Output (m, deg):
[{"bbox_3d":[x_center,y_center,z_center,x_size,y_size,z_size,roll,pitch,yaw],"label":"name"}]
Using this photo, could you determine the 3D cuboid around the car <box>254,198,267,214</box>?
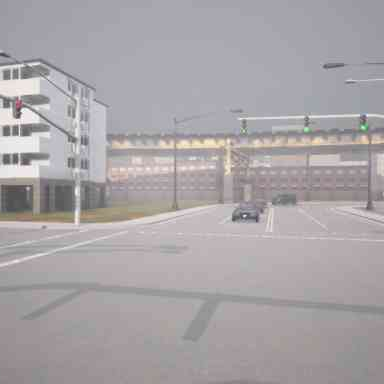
[{"bbox_3d":[6.803,1.594,36.251,1.994,1.385,4.181,0,0,14],"label":"car"}]

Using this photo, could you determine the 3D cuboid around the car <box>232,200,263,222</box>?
[{"bbox_3d":[4.368,1.592,26.549,1.994,1.385,4.181,0,0,14],"label":"car"}]

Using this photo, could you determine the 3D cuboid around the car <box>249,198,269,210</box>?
[{"bbox_3d":[9.403,1.581,46.319,2.033,1.411,5.357,0,0,18],"label":"car"}]

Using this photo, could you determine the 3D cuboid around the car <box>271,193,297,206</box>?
[{"bbox_3d":[15.803,1.262,56.859,5.566,2.045,2.150,-1,1,-43],"label":"car"}]
